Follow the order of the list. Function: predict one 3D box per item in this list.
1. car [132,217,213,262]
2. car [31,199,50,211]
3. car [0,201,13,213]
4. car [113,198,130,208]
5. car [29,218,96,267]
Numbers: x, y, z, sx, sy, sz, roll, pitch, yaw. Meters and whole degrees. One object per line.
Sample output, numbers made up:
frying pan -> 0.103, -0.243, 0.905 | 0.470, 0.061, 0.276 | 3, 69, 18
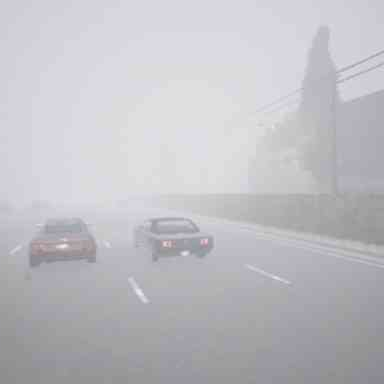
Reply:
car -> -0.965, 1.582, 12.230 | 1.895, 1.301, 4.718 | -1, 0, -20
car -> -19.295, 1.632, 42.450 | 2.128, 1.511, 4.902 | -1, 0, -20
car -> -22.426, 1.732, 39.348 | 2.033, 1.411, 5.357 | -1, 0, -26
car -> -10.258, 1.581, 48.345 | 1.994, 1.385, 4.181 | -1, 0, -20
car -> -4.520, 1.590, 11.770 | 1.994, 1.385, 4.181 | -1, 0, -20
